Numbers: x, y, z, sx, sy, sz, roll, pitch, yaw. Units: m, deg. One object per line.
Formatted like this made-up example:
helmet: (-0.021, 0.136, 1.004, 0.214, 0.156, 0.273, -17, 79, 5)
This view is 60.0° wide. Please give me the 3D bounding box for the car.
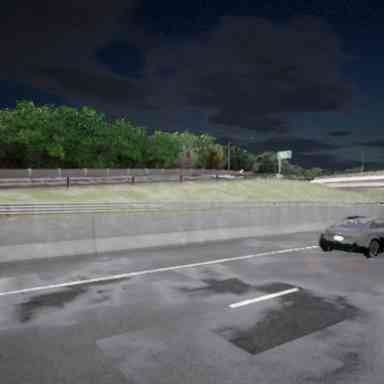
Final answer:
car: (6.875, 1.628, 13.011, 4.181, 1.385, 1.994, 0, 0, -35)
